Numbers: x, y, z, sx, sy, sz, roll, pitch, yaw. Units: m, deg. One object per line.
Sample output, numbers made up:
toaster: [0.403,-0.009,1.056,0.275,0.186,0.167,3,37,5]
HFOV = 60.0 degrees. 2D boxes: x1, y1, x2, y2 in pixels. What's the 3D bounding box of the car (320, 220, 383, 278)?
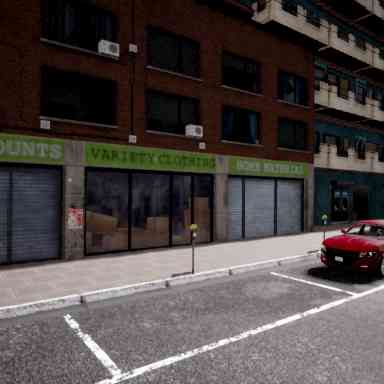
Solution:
car: [5.767,1.548,10.209,4.507,1.381,1.887,0,1,-36]
